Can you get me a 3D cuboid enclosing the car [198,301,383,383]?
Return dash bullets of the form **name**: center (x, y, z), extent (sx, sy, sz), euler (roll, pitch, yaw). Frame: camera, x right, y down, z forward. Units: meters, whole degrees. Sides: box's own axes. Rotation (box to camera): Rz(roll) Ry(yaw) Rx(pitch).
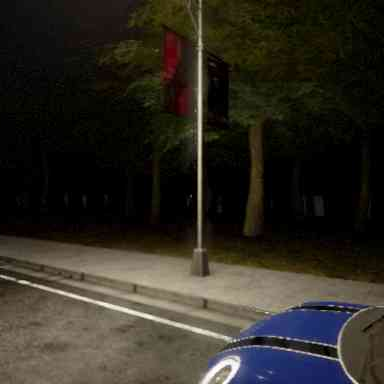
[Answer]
- **car**: center (2.176, 1.343, 2.015), extent (4.553, 1.767, 2.097), euler (-1, -1, 35)
